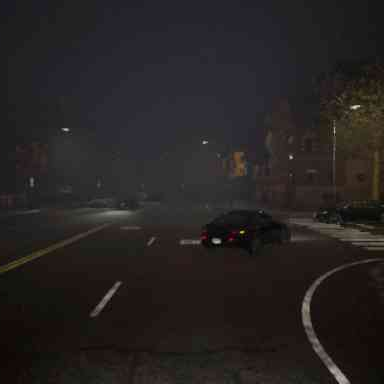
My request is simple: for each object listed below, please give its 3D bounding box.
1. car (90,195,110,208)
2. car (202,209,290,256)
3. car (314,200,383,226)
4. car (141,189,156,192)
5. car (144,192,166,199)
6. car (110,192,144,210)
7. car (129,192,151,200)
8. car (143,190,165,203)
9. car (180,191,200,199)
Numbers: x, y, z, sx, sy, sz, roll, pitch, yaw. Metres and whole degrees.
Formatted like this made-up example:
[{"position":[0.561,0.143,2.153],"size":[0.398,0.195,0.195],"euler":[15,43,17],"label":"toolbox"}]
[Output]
[{"position":[-10.388,1.041,39.000],"size":[1.812,1.442,4.674],"euler":[0,1,1],"label":"car"},{"position":[2.103,1.372,12.512],"size":[1.812,1.442,4.674],"euler":[-1,0,34],"label":"car"},{"position":[10.213,1.242,20.784],"size":[4.902,1.511,2.128],"euler":[0,1,5],"label":"car"},{"position":[-7.863,0.498,58.622],"size":[2.150,2.045,5.566],"euler":[0,1,17],"label":"car"},{"position":[-7.535,0.757,68.064],"size":[1.895,1.301,4.718],"euler":[0,1,30],"label":"car"},{"position":[-6.948,1.046,35.989],"size":[2.128,1.511,4.902],"euler":[0,1,1],"label":"car"},{"position":[-9.716,0.746,62.764],"size":[2.002,1.452,4.674],"euler":[0,1,20],"label":"car"},{"position":[-5.799,0.881,52.422],"size":[1.812,1.442,4.674],"euler":[0,1,12],"label":"car"},{"position":[-0.354,0.720,67.382],"size":[2.033,1.411,5.357],"euler":[0,1,30],"label":"car"}]
